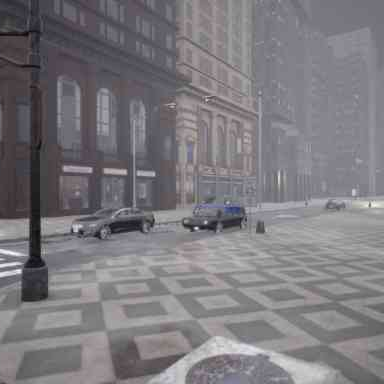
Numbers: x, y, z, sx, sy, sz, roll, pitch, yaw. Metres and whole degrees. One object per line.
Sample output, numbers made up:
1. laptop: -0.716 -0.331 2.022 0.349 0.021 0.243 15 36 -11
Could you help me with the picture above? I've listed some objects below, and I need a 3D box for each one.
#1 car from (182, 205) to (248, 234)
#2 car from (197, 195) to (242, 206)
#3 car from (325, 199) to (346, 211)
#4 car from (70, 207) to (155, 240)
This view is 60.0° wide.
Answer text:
1. car: 1.528 1.652 19.612 1.895 1.301 4.718 0 0 36
2. car: 2.253 1.295 26.135 2.150 2.045 5.566 0 0 35
3. car: 19.000 1.661 44.045 1.812 1.442 4.674 0 0 36
4. car: -3.995 1.533 17.409 2.128 1.511 4.902 0 0 34
